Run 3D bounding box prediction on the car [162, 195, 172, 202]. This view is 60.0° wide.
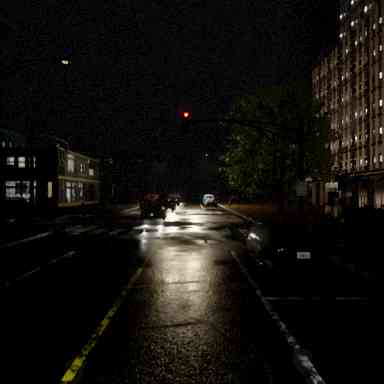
[{"bbox_3d":[-5.671,1.532,75.727,1.752,1.417,4.829,0,0,0],"label":"car"}]

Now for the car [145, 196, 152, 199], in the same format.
[{"bbox_3d":[-5.678,1.585,42.590,1.802,1.307,4.206,0,0,0],"label":"car"}]

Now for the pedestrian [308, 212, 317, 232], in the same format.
[{"bbox_3d":[6.161,1.522,17.082,0.500,1.100,0.500,0,0,0],"label":"pedestrian"}]

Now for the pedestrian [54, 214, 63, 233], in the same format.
[{"bbox_3d":[-7.374,1.675,18.383,0.500,1.100,0.500,0,0,0],"label":"pedestrian"}]

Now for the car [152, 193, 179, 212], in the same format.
[{"bbox_3d":[-3.090,1.223,39.409,2.150,2.045,5.566,0,0,0],"label":"car"}]

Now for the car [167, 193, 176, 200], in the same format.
[{"bbox_3d":[-5.667,1.324,92.550,2.192,1.841,5.009,0,0,0],"label":"car"}]

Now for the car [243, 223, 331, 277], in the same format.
[{"bbox_3d":[2.696,1.566,10.113,1.947,1.339,4.313,0,0,0],"label":"car"}]

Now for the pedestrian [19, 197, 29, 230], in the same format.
[{"bbox_3d":[-8.977,1.141,17.811,0.375,1.860,0.375,0,0,0],"label":"pedestrian"}]

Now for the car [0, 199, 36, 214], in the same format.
[{"bbox_3d":[-17.262,1.372,31.596,4.507,1.381,1.887,1,-1,-1],"label":"car"}]

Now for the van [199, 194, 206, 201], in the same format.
[{"bbox_3d":[2.714,1.349,86.999,1.690,1.788,3.998,0,0,0],"label":"van"}]

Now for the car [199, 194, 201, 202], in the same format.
[{"bbox_3d":[2.707,1.556,64.795,2.008,1.369,4.403,0,0,0],"label":"car"}]

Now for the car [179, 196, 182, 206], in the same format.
[{"bbox_3d":[-3.088,1.217,55.213,2.150,2.045,5.566,0,1,-1],"label":"car"}]

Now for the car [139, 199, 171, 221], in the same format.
[{"bbox_3d":[-3.091,1.566,27.482,1.994,1.385,4.181,0,0,0],"label":"car"}]

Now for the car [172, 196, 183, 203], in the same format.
[{"bbox_3d":[-2.985,1.531,70.207,2.128,1.511,4.902,0,0,0],"label":"car"}]

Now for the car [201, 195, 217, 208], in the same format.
[{"bbox_3d":[2.704,1.529,48.312,1.752,1.417,4.829,0,0,0],"label":"car"}]

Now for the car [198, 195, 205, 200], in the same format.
[{"bbox_3d":[2.714,1.535,92.720,1.752,1.417,4.829,0,0,0],"label":"car"}]

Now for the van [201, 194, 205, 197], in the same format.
[{"bbox_3d":[2.706,1.345,53.693,1.690,1.788,3.998,0,0,0],"label":"van"}]

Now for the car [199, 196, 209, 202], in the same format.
[{"bbox_3d":[2.710,1.573,75.897,1.947,1.339,4.313,0,0,0],"label":"car"}]
